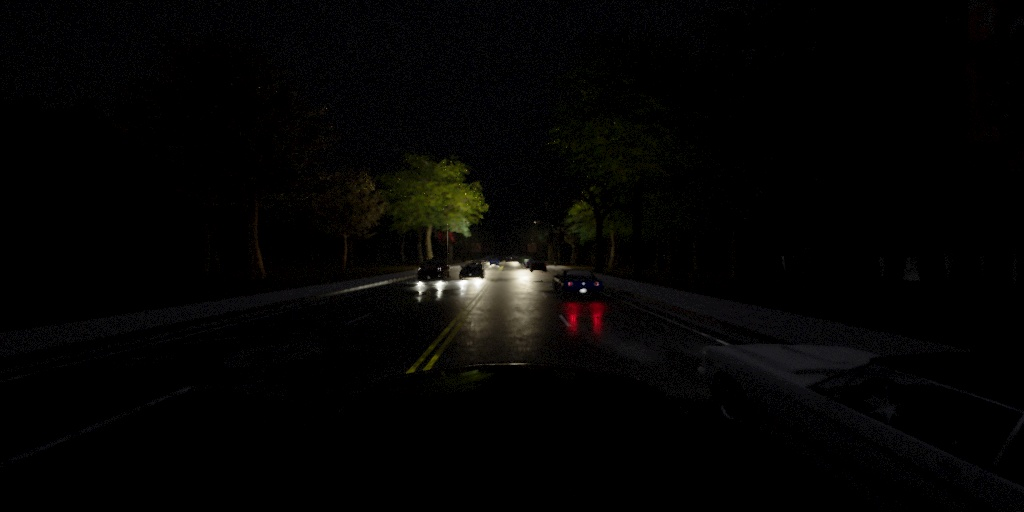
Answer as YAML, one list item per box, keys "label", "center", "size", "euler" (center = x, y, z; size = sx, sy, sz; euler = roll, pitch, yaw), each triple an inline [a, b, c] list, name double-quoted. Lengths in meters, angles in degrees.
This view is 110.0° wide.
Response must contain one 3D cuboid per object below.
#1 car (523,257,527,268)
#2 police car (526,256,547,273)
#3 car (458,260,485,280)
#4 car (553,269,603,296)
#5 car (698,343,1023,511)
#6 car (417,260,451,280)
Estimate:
- label: "car"
  center: [3.133, 1.271, 55.301]
  size: [1.812, 1.442, 4.674]
  euler: [0, 0, 0]
- label: "police car"
  center: [3.193, 1.173, 44.400]
  size: [1.930, 1.638, 5.238]
  euler: [0, 0, 0]
- label: "car"
  center: [-3.360, 1.309, 30.814]
  size: [1.994, 1.385, 4.181]
  euler: [0, 0, 0]
- label: "car"
  center: [3.345, 1.347, 19.050]
  size: [1.895, 1.301, 4.718]
  euler: [0, 0, 0]
- label: "car"
  center: [3.349, 1.351, 2.534]
  size: [1.895, 1.301, 4.718]
  euler: [0, 0, 0]
- label: "car"
  center: [-6.610, 1.097, 30.637]
  size: [2.097, 1.767, 4.553]
  euler: [0, 0, 0]
